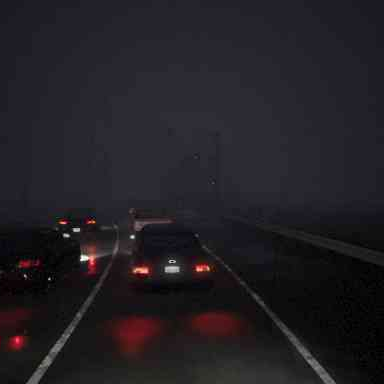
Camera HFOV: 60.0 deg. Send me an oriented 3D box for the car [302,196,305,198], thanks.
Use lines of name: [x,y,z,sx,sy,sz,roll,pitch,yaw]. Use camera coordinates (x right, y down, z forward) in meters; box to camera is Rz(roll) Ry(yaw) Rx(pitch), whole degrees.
car: [26.534,1.540,75.770,5.357,1.411,2.033,0,0,-22]

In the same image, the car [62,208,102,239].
car: [-5.685,1.526,17.104,1.812,1.442,4.674,0,0,-13]

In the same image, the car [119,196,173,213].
car: [-4.888,1.481,34.197,5.008,1.535,1.882,0,0,-20]

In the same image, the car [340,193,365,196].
car: [35.695,1.225,72.841,5.566,2.045,2.150,0,0,-30]

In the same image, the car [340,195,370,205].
car: [28.375,1.601,57.430,4.718,1.301,1.895,0,0,-22]

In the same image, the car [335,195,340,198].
car: [35.197,1.525,80.882,4.902,1.511,2.128,0,0,-34]

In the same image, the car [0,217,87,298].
car: [-4.208,1.564,8.494,1.994,1.385,4.181,0,0,-6]

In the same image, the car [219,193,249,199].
car: [7.087,1.221,61.026,5.566,2.045,2.150,0,0,-19]

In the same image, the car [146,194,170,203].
car: [-6.911,1.352,67.119,4.553,1.767,2.097,0,0,-20]

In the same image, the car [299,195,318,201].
car: [28.116,1.552,80.555,4.181,1.385,1.994,0,0,-26]

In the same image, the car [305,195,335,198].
car: [26.155,1.478,67.913,5.008,1.535,1.882,0,0,-22]

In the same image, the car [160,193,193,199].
car: [-2.674,1.352,57.525,4.553,1.767,2.097,0,0,-20]

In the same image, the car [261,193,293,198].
car: [16.849,1.221,64.503,5.566,2.045,2.150,0,0,-19]

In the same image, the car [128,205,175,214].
car: [-2.371,1.601,18.437,1.895,1.301,4.718,0,0,-12]

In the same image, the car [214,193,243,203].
car: [7.523,1.221,68.544,5.566,2.045,2.150,0,0,-20]

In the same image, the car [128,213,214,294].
car: [-0.693,1.547,8.936,2.033,1.411,5.357,0,0,-7]

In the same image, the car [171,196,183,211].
car: [-3.875,1.528,38.283,4.674,1.442,1.812,0,0,-20]

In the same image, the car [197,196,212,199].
car: [2.268,1.553,70.362,4.181,1.385,1.994,0,0,-20]
